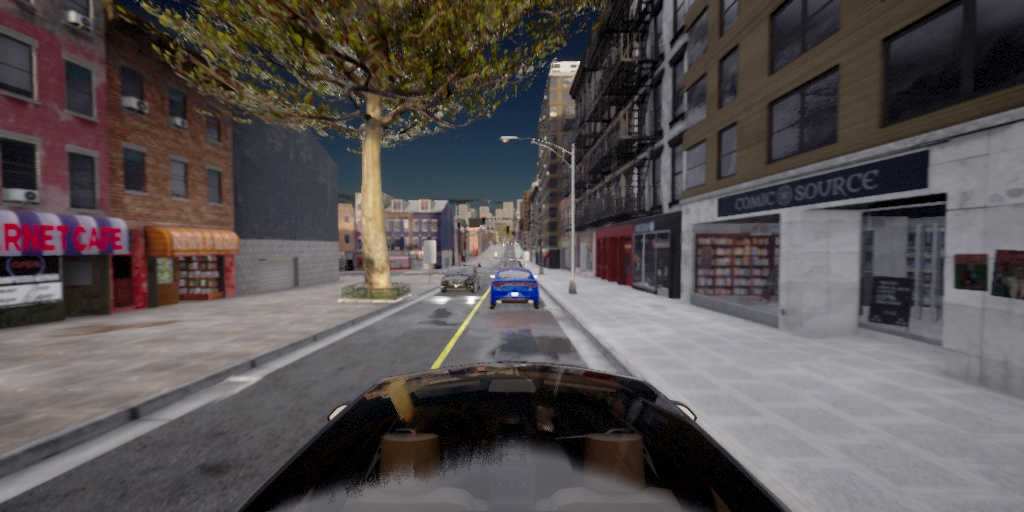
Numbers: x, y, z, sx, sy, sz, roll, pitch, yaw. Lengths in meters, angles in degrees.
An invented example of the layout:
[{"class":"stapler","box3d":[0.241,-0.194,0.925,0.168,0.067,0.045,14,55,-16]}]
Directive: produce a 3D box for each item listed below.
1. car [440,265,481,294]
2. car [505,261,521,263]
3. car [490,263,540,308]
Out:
[{"class":"car","box3d":[-2.836,1.279,20.614,1.837,1.490,4.892,0,0,0]},{"class":"car","box3d":[0.098,1.163,30.385,2.097,1.767,4.553,0,0,0]},{"class":"car","box3d":[0.098,1.235,15.279,1.882,1.535,5.008,0,0,0]}]
